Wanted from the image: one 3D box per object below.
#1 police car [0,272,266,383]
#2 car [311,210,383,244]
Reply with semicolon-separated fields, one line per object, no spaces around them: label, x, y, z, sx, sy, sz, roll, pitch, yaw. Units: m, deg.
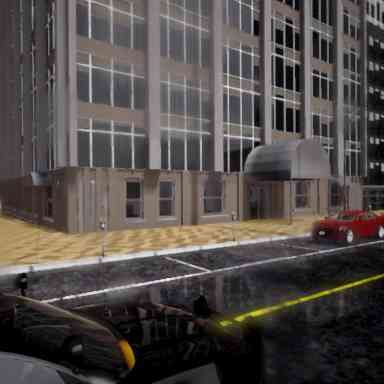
police car;-1.615;1.425;2.282;5.238;1.638;1.930;0;0;-36
car;7.474;1.541;15.764;4.507;1.381;1.887;0;-1;-35
